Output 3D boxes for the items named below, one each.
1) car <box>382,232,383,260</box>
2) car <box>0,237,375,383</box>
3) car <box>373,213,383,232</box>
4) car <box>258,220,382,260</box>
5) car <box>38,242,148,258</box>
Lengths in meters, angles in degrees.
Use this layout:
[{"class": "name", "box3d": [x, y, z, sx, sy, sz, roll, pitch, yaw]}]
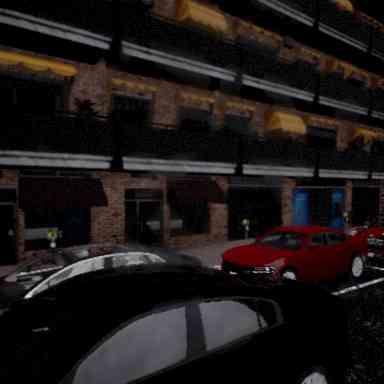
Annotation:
[{"class": "car", "box3d": [6.752, 1.611, 8.068, 4.718, 1.301, 1.895, 0, 0, -35]}, {"class": "car", "box3d": [-0.634, 1.479, 2.918, 5.008, 1.535, 1.882, 0, 0, -35]}, {"class": "car", "box3d": [7.229, 1.453, 11.718, 4.097, 1.590, 1.967, 0, 0, -35]}, {"class": "car", "box3d": [2.729, 1.552, 8.508, 4.507, 1.381, 1.887, 0, 0, -35]}, {"class": "car", "box3d": [-1.771, 1.552, 5.301, 4.403, 1.369, 2.008, 0, 0, -35]}]
